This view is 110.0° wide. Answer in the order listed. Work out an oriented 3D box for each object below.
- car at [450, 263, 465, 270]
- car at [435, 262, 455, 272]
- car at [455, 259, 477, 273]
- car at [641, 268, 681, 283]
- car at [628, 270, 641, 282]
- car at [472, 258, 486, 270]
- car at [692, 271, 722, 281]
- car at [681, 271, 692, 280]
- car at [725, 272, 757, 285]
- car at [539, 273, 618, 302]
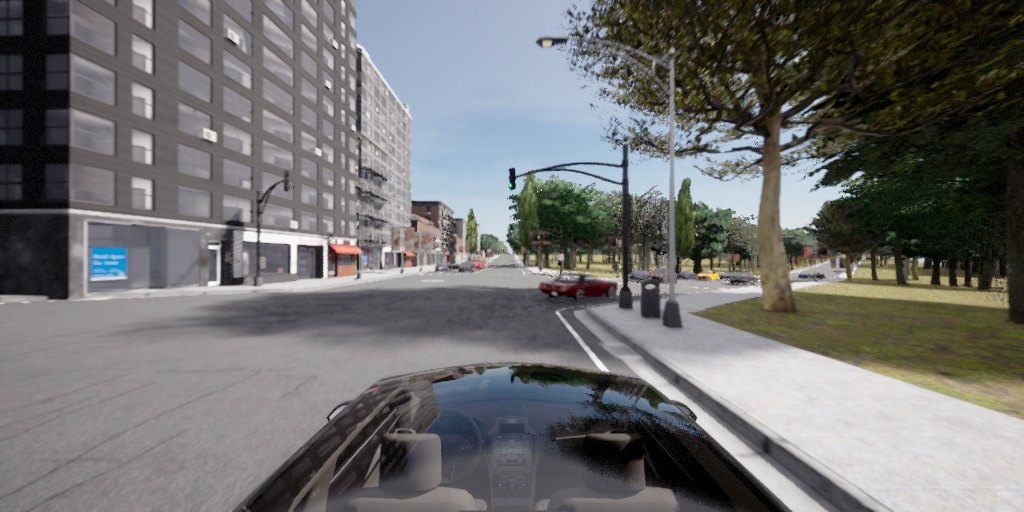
[{"bbox_3d":[-9.739,1.850,64.536,1.895,1.301,4.718,0,-1,0],"label":"car"},{"bbox_3d":[-9.768,1.578,51.568,2.128,1.511,4.902,0,-1,1],"label":"car"},{"bbox_3d":[-6.520,1.590,51.480,1.837,1.490,4.892,0,-1,1],"label":"car"},{"bbox_3d":[17.428,2.237,41.788,4.553,1.767,2.097,3,-2,-45],"label":"car"},{"bbox_3d":[16.128,2.487,45.075,5.357,1.411,2.033,3,-2,-44],"label":"car"},{"bbox_3d":[-6.492,1.454,63.939,2.150,2.045,5.566,0,0,1],"label":"car"},{"bbox_3d":[29.160,2.964,53.489,5.008,1.535,1.882,4,-3,-45],"label":"car"},{"bbox_3d":[27.311,3.065,56.228,2.033,1.411,5.357,0,-2,45],"label":"car"},{"bbox_3d":[27.472,2.687,42.583,2.033,1.411,5.357,0,-2,45],"label":"car"},{"bbox_3d":[3.639,1.564,18.803,4.718,1.301,1.895,1,2,-44],"label":"car"}]
